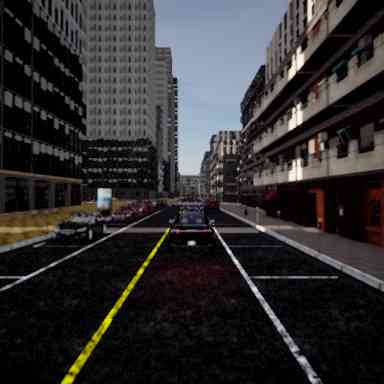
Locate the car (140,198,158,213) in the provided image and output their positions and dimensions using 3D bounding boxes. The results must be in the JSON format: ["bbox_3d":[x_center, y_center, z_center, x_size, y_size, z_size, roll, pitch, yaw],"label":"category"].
[{"bbox_3d":[-5.726,1.690,39.610,2.192,1.841,5.009,0,-1,0],"label":"car"}]

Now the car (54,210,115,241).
[{"bbox_3d":[-5.707,1.715,17.405,2.008,1.369,4.403,0,-1,0],"label":"car"}]

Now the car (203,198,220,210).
[{"bbox_3d":[2.649,1.744,45.169,2.192,1.841,5.009,0,-1,0],"label":"car"}]

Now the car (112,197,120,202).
[{"bbox_3d":[-22.107,1.999,90.155,4.829,1.417,1.752,1,-1,-1],"label":"car"}]

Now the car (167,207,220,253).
[{"bbox_3d":[-0.009,1.627,14.284,2.128,1.511,4.902,0,0,0],"label":"car"}]

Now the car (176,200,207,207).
[{"bbox_3d":[-0.021,1.769,29.278,2.128,1.511,4.902,0,0,0],"label":"car"}]

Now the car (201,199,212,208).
[{"bbox_3d":[2.636,2.032,61.820,1.967,1.590,4.097,0,-1,0],"label":"car"}]

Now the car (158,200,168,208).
[{"bbox_3d":[-5.744,2.158,61.811,1.947,1.339,4.313,0,-1,0],"label":"car"}]

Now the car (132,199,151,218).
[{"bbox_3d":[-5.722,1.762,34.058,1.967,1.590,4.097,0,-1,0],"label":"car"}]

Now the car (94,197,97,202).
[{"bbox_3d":[-27.552,1.937,90.002,4.313,1.339,1.947,1,-1,-1],"label":"car"}]

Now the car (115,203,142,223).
[{"bbox_3d":[-5.717,1.851,28.506,1.802,1.307,4.206,0,-1,0],"label":"car"}]

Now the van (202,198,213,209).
[{"bbox_3d":[2.640,1.878,56.271,1.690,1.788,3.998,0,-1,0],"label":"van"}]

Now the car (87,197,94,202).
[{"bbox_3d":[-27.438,1.629,81.629,5.009,1.841,2.192,1,-2,-1],"label":"car"}]

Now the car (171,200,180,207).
[{"bbox_3d":[-3.074,2.243,66.027,1.895,1.301,4.718,0,-1,0],"label":"car"}]

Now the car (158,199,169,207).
[{"bbox_3d":[-5.749,2.209,67.057,1.947,1.339,4.313,0,-1,0],"label":"car"}]
